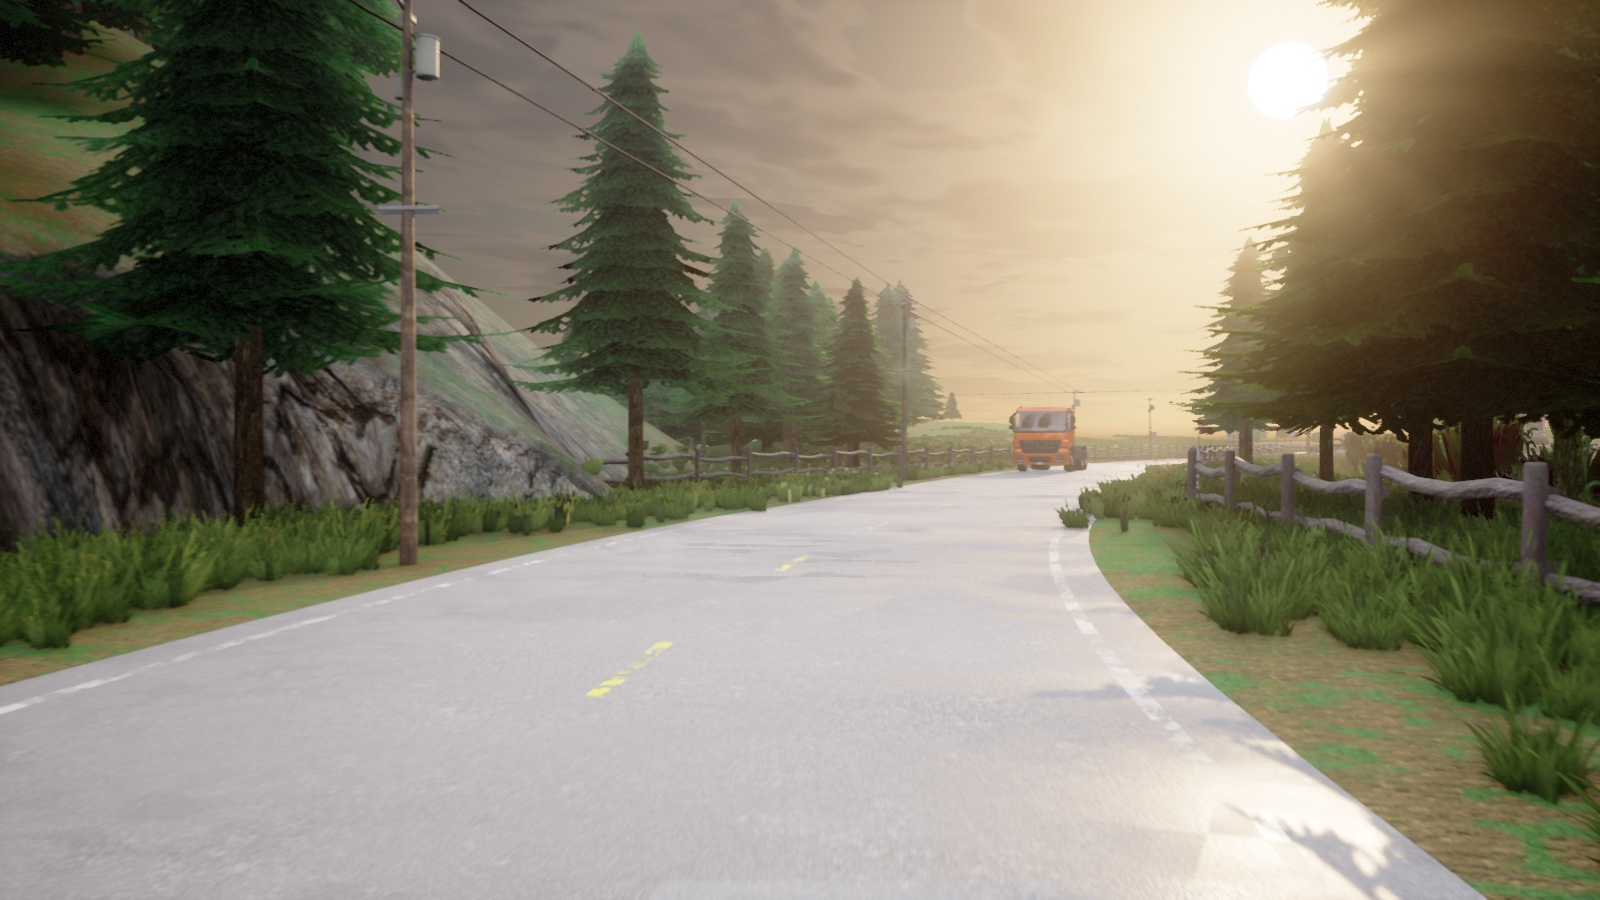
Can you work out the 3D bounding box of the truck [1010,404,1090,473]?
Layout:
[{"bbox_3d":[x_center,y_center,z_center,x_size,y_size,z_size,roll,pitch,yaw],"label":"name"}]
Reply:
[{"bbox_3d":[13.388,-0.596,66.760,2.891,3.462,7.936,0,0,21],"label":"truck"}]
